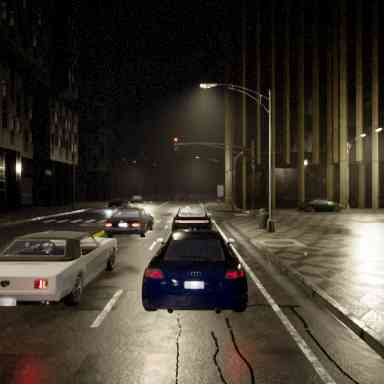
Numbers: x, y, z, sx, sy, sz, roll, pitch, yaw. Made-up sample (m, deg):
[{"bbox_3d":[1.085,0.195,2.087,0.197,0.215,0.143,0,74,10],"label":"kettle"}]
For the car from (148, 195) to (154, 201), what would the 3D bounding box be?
[{"bbox_3d":[-9.763,1.336,75.831,2.033,1.411,5.357,0,0,0],"label":"car"}]

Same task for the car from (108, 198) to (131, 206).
[{"bbox_3d":[-9.855,1.520,44.486,1.895,1.301,4.718,0,0,0],"label":"car"}]

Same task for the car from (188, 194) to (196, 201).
[{"bbox_3d":[-0.012,1.336,75.057,2.033,1.411,5.357,0,0,0],"label":"car"}]

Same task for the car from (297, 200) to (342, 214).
[{"bbox_3d":[12.639,1.457,33.069,4.181,1.385,1.994,0,0,0],"label":"car"}]

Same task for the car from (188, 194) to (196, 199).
[{"bbox_3d":[-0.013,1.192,85.509,1.895,1.301,4.718,0,0,0],"label":"car"}]

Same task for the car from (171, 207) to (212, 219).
[{"bbox_3d":[-0.003,1.477,16.579,2.128,1.511,4.902,0,0,0],"label":"car"}]

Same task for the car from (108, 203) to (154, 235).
[{"bbox_3d":[-3.155,1.531,17.517,2.033,1.411,5.357,0,0,0],"label":"car"}]

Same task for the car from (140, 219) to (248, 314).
[{"bbox_3d":[0.085,1.560,7.705,1.994,1.385,4.181,0,0,1],"label":"car"}]

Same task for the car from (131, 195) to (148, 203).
[{"bbox_3d":[-9.828,1.409,60.155,2.033,1.411,5.357,0,0,0],"label":"car"}]

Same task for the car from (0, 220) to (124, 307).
[{"bbox_3d":[-3.149,1.597,7.926,1.895,1.301,4.718,0,0,0],"label":"car"}]

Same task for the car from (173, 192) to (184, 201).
[{"bbox_3d":[-3.262,1.296,75.057,1.837,1.490,4.892,0,0,0],"label":"car"}]
